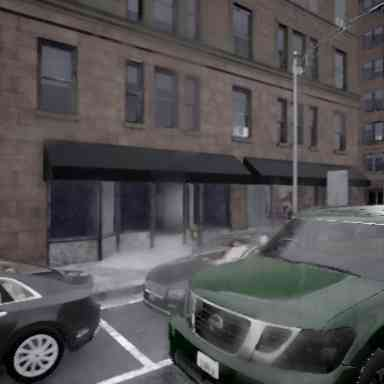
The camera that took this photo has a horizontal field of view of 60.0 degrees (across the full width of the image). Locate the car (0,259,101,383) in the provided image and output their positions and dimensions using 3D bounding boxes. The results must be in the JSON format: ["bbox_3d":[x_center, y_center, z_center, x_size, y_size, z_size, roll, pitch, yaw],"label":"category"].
[{"bbox_3d":[-3.301,1.552,3.832,4.403,1.369,2.008,0,0,-35],"label":"car"}]

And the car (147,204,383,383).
[{"bbox_3d":[2.393,1.234,4.649,5.566,2.045,2.150,0,0,-35],"label":"car"}]

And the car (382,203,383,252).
[{"bbox_3d":[9.926,1.354,13.252,5.009,1.841,2.192,0,0,-35],"label":"car"}]

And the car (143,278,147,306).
[{"bbox_3d":[1.108,1.565,6.972,4.403,1.369,2.008,0,0,-35],"label":"car"}]
